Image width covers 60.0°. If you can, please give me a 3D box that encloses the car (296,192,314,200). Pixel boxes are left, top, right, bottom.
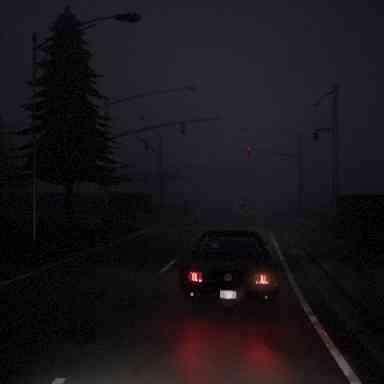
[{"bbox_3d":[27.234,1.058,79.970,3.866,1.878,1.905,0,0,10],"label":"car"}]

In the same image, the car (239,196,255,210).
[{"bbox_3d":[7.178,1.342,43.255,2.097,1.767,4.553,0,0,10],"label":"car"}]

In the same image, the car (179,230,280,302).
[{"bbox_3d":[0.979,1.599,8.313,1.895,1.301,4.718,0,0,8],"label":"car"}]

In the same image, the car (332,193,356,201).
[{"bbox_3d":[34.416,1.079,75.374,4.605,1.855,1.932,0,0,10],"label":"car"}]

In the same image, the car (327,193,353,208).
[{"bbox_3d":[20.190,1.320,43.050,5.027,1.636,2.152,0,0,10],"label":"car"}]

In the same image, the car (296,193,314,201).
[{"bbox_3d":[26.057,1.343,76.801,3.806,1.475,1.970,0,0,10],"label":"car"}]
